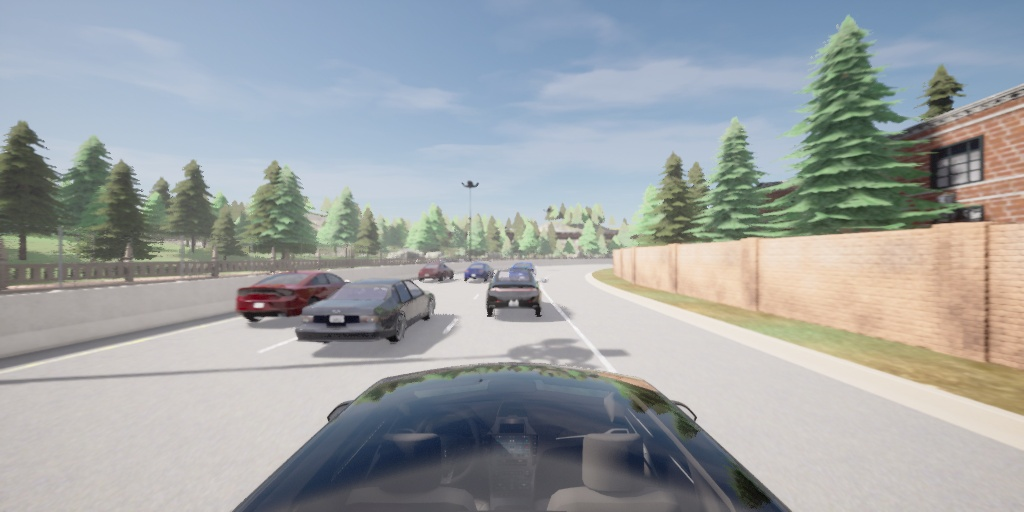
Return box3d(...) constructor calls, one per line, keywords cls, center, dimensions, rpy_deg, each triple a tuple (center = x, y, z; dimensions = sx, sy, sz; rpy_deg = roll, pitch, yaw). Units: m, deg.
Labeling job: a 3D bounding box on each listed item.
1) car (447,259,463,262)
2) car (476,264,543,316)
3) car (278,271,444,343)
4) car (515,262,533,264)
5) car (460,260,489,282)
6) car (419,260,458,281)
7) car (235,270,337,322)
box3d(cls="car", center=(-8.398, 1.267, 60.468), dimensions=(1.812, 1.442, 4.674), rpy_deg=(0, 0, 24))
box3d(cls="car", center=(0.079, 1.240, 13.299), dimensions=(2.128, 1.511, 4.902), rpy_deg=(0, 0, 1))
box3d(cls="car", center=(-3.454, 1.297, 9.626), dimensions=(2.033, 1.411, 5.357), rpy_deg=(0, 0, 1))
box3d(cls="car", center=(1.008, 1.224, 29.513), dimensions=(1.882, 1.535, 5.008), rpy_deg=(0, 0, 7))
box3d(cls="car", center=(-2.577, 1.272, 29.060), dimensions=(1.812, 1.442, 4.674), rpy_deg=(0, 0, 7))
box3d(cls="car", center=(-6.082, 1.272, 29.162), dimensions=(1.812, 1.442, 4.674), rpy_deg=(0, 0, 7))
box3d(cls="car", center=(-6.933, 1.226, 12.334), dimensions=(1.882, 1.535, 5.008), rpy_deg=(0, 0, 1))
